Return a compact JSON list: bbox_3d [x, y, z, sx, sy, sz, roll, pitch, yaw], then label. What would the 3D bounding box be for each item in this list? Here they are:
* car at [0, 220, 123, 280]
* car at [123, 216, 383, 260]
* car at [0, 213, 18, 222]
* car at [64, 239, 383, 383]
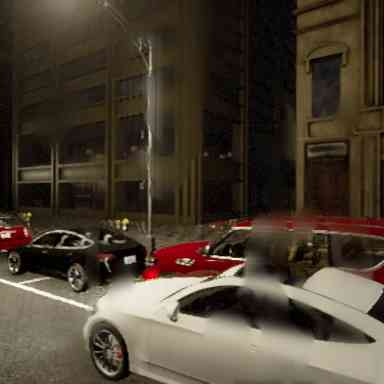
[{"bbox_3d":[-3.113,1.587,8.831,4.313,1.339,1.947,0,0,35],"label":"car"},{"bbox_3d":[1.456,1.336,5.590,5.009,1.841,2.192,0,0,35],"label":"car"},{"bbox_3d":[-7.682,1.461,12.072,4.097,1.590,1.967,0,0,35],"label":"car"},{"bbox_3d":[0.761,1.540,3.802,4.674,1.442,1.812,0,0,35],"label":"car"}]
